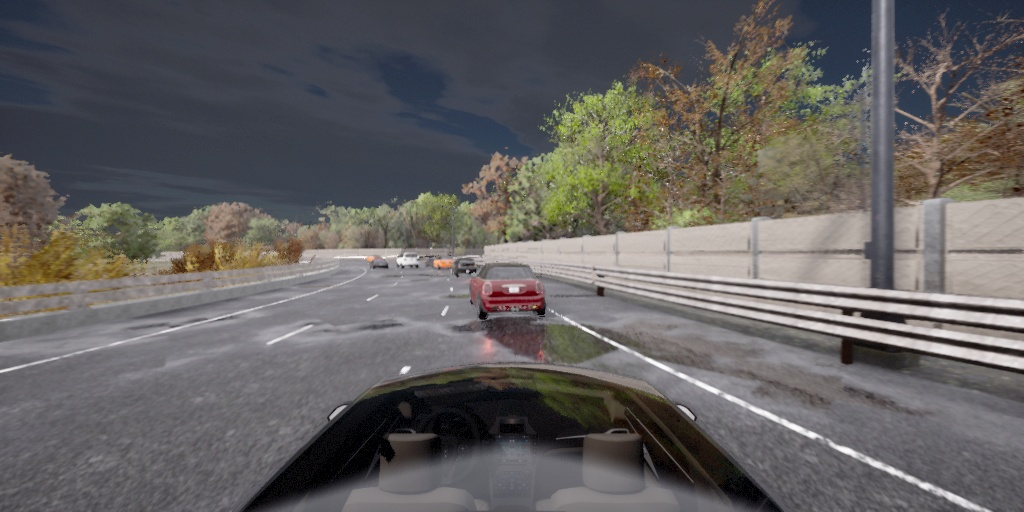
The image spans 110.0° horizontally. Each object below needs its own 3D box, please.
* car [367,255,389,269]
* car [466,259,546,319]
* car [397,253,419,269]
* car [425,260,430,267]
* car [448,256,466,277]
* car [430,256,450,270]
[{"bbox_3d":[-17.308,0.954,46.684,1.994,1.385,4.181,-1,1,-27],"label":"car"},{"bbox_3d":[-0.320,0.993,12.643,2.097,1.767,4.553,0,1,-10],"label":"car"},{"bbox_3d":[-13.805,0.585,47.497,2.150,2.045,5.566,-1,1,-27],"label":"car"},{"bbox_3d":[-10.412,0.878,48.662,2.033,1.411,5.357,-1,1,-27],"label":"car"},{"bbox_3d":[-4.158,0.979,30.897,1.837,1.490,4.892,0,0,-15],"label":"car"},{"bbox_3d":[-8.188,0.724,43.302,2.097,1.767,4.553,-1,1,-21],"label":"car"}]
